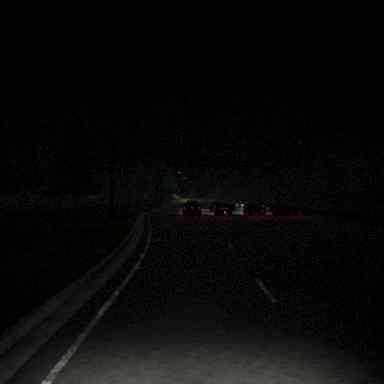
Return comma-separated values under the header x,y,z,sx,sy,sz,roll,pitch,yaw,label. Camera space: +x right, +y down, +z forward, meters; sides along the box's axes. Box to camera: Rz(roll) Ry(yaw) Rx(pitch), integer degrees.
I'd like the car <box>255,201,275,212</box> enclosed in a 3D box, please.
x,y,z,sx,sy,sz,roll,pitch,yaw,label
10.505,2.082,48.176,1.812,1.442,4.674,0,-1,0,car

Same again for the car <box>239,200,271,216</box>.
x,y,z,sx,sy,sz,roll,pitch,yaw,label
7.004,1.928,37.758,2.128,1.511,4.902,0,-1,0,car

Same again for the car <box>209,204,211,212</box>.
x,y,z,sx,sy,sz,roll,pitch,yaw,label
3.505,2.062,48.177,1.837,1.490,4.892,0,-1,0,car

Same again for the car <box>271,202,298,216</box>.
x,y,z,sx,sy,sz,roll,pitch,yaw,label
10.504,1.914,37.758,1.882,1.535,5.008,0,-1,0,car

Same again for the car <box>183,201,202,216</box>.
x,y,z,sx,sy,sz,roll,pitch,yaw,label
0.004,1.793,38.147,2.097,1.767,4.553,0,-1,0,car

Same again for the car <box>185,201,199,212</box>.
x,y,z,sx,sy,sz,roll,pitch,yaw,label
0.005,2.062,48.177,1.837,1.490,4.892,0,-1,0,car

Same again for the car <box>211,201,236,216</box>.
x,y,z,sx,sy,sz,roll,pitch,yaw,label
3.504,1.942,37.758,1.837,1.490,4.892,0,-1,0,car

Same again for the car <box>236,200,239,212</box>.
x,y,z,sx,sy,sz,roll,pitch,yaw,label
7.005,1.908,48.148,2.097,1.767,4.553,0,-1,0,car
